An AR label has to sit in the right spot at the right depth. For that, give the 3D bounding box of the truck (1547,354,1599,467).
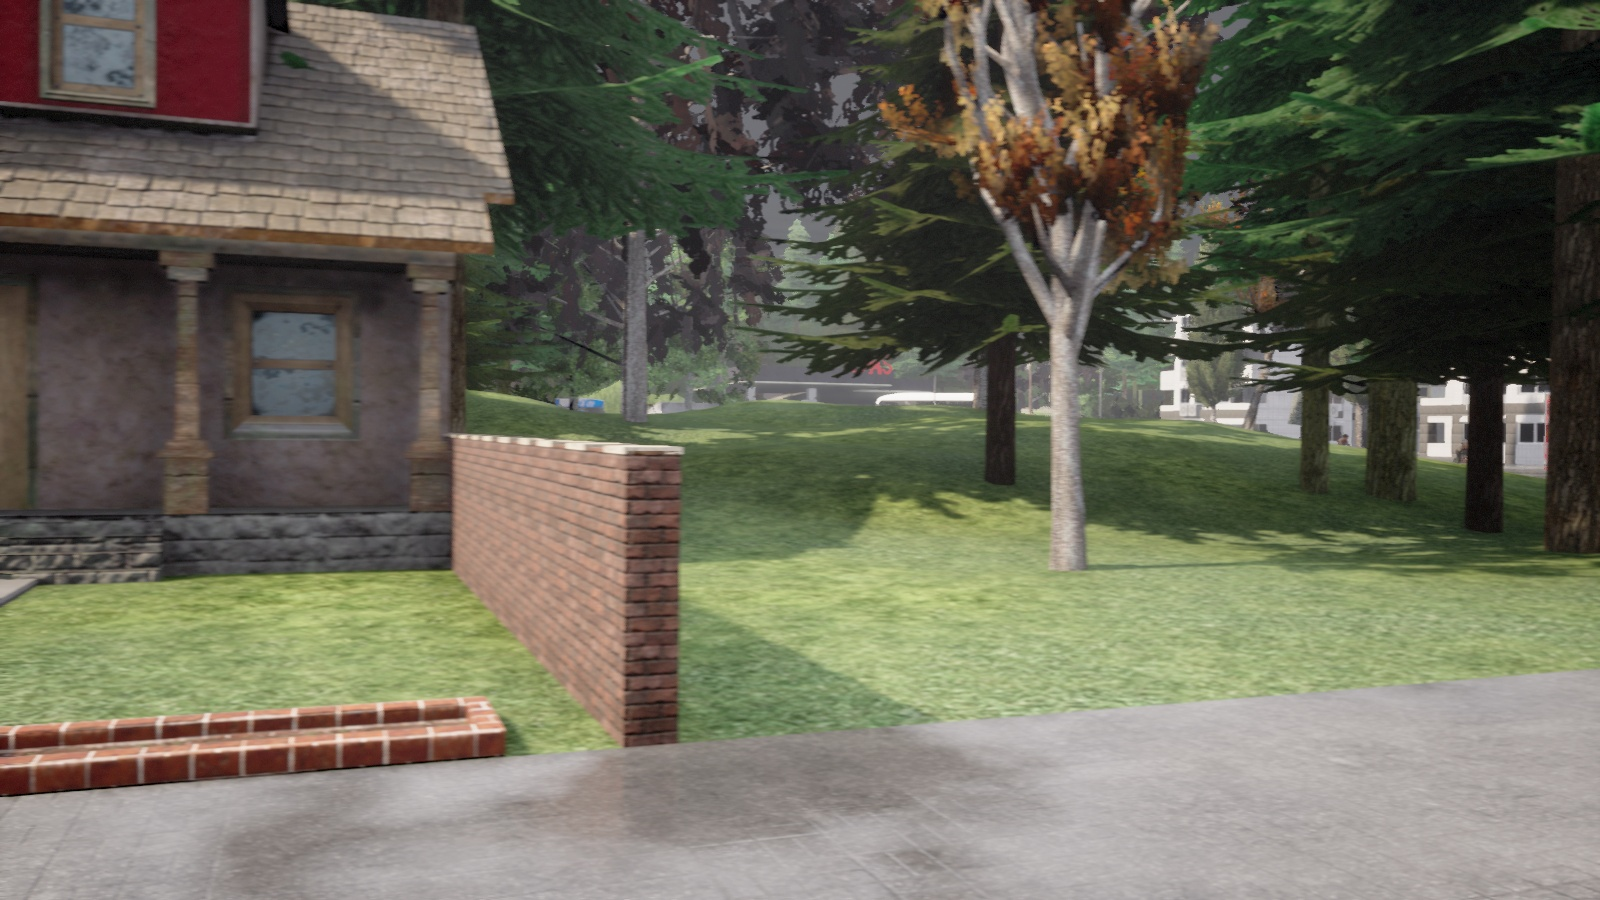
[{"bbox_3d":[29.253,-1.331,40.937,2.891,3.827,8.468,-1,1,-21],"label":"truck"}]

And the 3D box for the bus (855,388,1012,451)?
[{"bbox_3d":[9.357,-2.105,88.523,10.273,4.253,3.944,0,1,31],"label":"bus"}]
